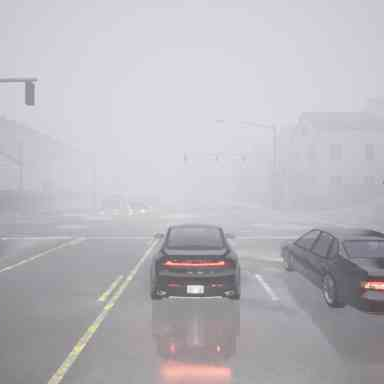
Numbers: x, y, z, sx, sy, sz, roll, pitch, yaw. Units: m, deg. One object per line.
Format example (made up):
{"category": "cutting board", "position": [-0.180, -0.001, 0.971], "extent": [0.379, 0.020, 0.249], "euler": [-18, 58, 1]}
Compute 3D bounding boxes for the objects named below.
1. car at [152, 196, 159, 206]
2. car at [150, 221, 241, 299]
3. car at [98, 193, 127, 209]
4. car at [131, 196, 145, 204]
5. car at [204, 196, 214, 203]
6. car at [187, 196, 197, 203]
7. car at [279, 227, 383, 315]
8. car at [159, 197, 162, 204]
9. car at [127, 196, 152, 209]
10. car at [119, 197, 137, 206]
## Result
{"category": "car", "position": [-7.090, 1.505, 54.644], "extent": [1.837, 1.490, 4.892], "euler": [0, 0, 0]}
{"category": "car", "position": [0.075, 1.505, 8.410], "extent": [1.837, 1.490, 4.892], "euler": [0, 0, 0]}
{"category": "car", "position": [-10.600, 1.221, 44.974], "extent": [2.150, 2.045, 5.566], "euler": [0, 0, 0]}
{"category": "car", "position": [-10.533, 1.505, 65.412], "extent": [1.837, 1.490, 4.892], "euler": [0, 0, 0]}
{"category": "car", "position": [3.499, 1.545, 69.176], "extent": [2.033, 1.411, 5.357], "euler": [0, 0, 0]}
{"category": "car", "position": [0.001, 1.547, 69.176], "extent": [2.033, 1.411, 5.357], "euler": [0, 0, 0]}
{"category": "car", "position": [3.575, 1.547, 7.834], "extent": [2.033, 1.411, 5.357], "euler": [0, 0, 0]}
{"category": "car", "position": [-7.038, 1.547, 65.055], "extent": [2.033, 1.411, 5.357], "euler": [0, 0, 1]}
{"category": "car", "position": [-7.098, 1.477, 45.189], "extent": [1.882, 1.535, 5.008], "euler": [0, 0, 0]}
{"category": "car", "position": [-10.587, 1.547, 55.221], "extent": [2.033, 1.411, 5.357], "euler": [0, 0, 0]}
